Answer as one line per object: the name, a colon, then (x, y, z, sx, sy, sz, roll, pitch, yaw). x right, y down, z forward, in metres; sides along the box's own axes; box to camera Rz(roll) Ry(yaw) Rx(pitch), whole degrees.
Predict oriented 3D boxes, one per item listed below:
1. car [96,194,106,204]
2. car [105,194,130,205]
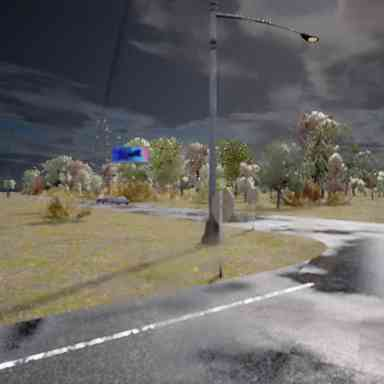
car: (-16.023, 1.229, 61.038, 2.097, 1.767, 4.553, 0, 0, -34)
car: (-12.054, 1.437, 55.144, 2.033, 1.411, 5.357, 0, 0, -33)
